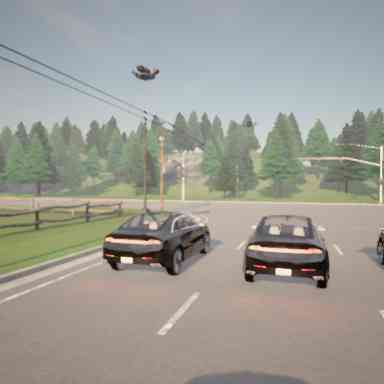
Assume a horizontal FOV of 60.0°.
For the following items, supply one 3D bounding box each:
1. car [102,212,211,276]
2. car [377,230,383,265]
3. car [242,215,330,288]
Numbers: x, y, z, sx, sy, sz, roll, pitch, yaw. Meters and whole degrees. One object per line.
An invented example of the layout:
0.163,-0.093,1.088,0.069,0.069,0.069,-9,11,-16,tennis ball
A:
-0.788,1.339,10.027,2.128,1.511,4.902,1,1,17,car
5.915,1.401,8.002,2.128,1.511,4.902,1,1,17,car
2.562,1.370,9.007,2.128,1.511,4.902,1,1,17,car
